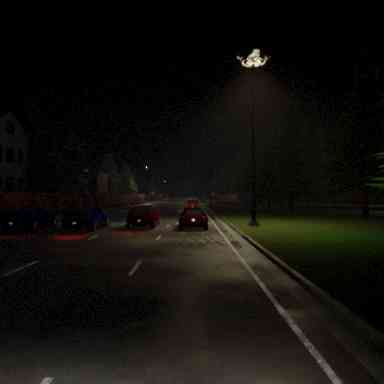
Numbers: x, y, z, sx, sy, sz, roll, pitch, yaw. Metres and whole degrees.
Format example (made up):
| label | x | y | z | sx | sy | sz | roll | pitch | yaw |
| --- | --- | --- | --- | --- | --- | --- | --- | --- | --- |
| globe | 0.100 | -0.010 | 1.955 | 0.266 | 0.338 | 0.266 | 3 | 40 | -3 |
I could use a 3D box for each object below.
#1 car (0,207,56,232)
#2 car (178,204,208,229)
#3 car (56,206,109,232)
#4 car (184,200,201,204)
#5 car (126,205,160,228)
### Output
| label | x | y | z | sx | sy | sz | roll | pitch | yaw |
| --- | --- | --- | --- | --- | --- | --- | --- | --- | --- |
| car | -10.411 | 1.680 | 21.593 | 1.882 | 1.535 | 5.008 | 0 | 0 | 0 |
| car | 0.088 | 1.784 | 23.281 | 1.994 | 1.385 | 4.181 | 0 | 0 | 0 |
| car | -6.911 | 1.685 | 22.008 | 1.882 | 1.535 | 5.008 | 0 | 0 | 0 |
| car | 0.084 | 1.757 | 43.127 | 2.097 | 1.767 | 4.553 | 0 | -1 | 0 |
| car | -3.413 | 1.703 | 23.898 | 1.882 | 1.535 | 5.008 | 0 | 0 | 0 |
